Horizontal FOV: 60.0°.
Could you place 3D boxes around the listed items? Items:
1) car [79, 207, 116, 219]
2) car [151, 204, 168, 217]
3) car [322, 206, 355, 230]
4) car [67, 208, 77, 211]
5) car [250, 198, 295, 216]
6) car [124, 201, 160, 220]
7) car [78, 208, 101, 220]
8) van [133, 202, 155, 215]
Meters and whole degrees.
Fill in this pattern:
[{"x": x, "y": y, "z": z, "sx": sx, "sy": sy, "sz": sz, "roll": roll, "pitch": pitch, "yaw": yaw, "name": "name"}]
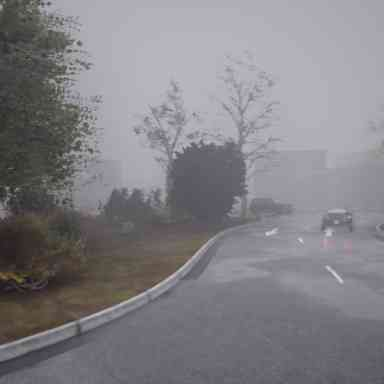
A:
[{"x": -13.363, "y": 2.969, "z": 47.225, "sx": 4.674, "sy": 1.442, "sz": 1.812, "roll": -3, "pitch": -1, "yaw": 13, "name": "car"}, {"x": -3.216, "y": 2.346, "z": 39.682, "sx": 2.231, "sy": 1.521, "sz": 4.892, "roll": -2, "pitch": -1, "yaw": 13, "name": "car"}, {"x": 9.967, "y": 1.701, "z": 22.563, "sx": 1.812, "sy": 1.442, "sz": 4.674, "roll": -2, "pitch": -1, "yaw": 28, "name": "car"}, {"x": -14.133, "y": 2.834, "z": 42.004, "sx": 1.946, "sy": 1.575, "sz": 5.366, "roll": -3, "pitch": -1, "yaw": 13, "name": "car"}, {"x": 9.414, "y": 1.693, "z": 39.531, "sx": 2.150, "sy": 2.045, "sz": 5.566, "roll": 2, "pitch": -3, "yaw": -40, "name": "car"}, {"x": -5.941, "y": 2.204, "z": 40.327, "sx": 2.435, "sy": 2.045, "sz": 5.566, "roll": -2, "pitch": -1, "yaw": 13, "name": "car"}, {"x": -11.544, "y": 2.705, "z": 41.403, "sx": 1.946, "sy": 1.575, "sz": 5.366, "roll": -3, "pitch": -1, "yaw": 13, "name": "car"}, {"x": -7.645, "y": 2.583, "z": 53.166, "sx": 1.878, "sy": 1.987, "sz": 4.442, "roll": -3, "pitch": -1, "yaw": 13, "name": "van"}]
